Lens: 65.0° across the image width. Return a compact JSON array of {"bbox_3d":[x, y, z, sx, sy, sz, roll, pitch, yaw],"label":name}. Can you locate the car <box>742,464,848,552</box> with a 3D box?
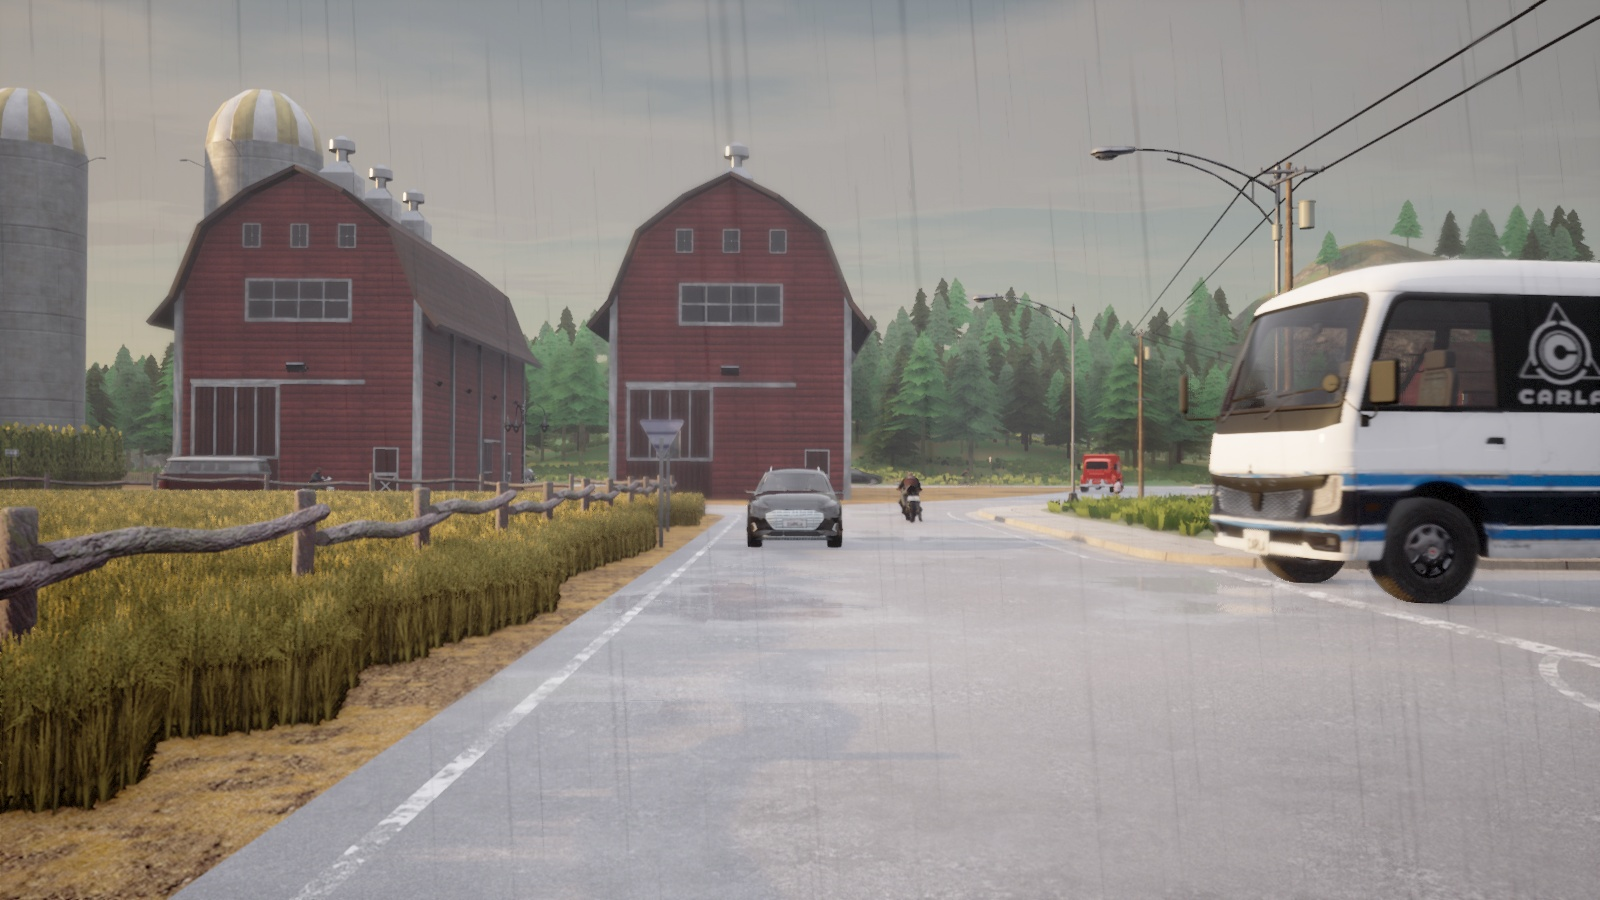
[{"bbox_3d":[-0.100,1.147,26.634,2.033,1.649,4.856,0,0,0],"label":"car"}]

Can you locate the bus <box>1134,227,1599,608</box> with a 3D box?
[{"bbox_3d":[10.138,-0.350,16.682,10.273,4.253,3.944,0,-1,-8],"label":"bus"}]

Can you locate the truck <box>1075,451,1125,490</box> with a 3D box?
[{"bbox_3d":[19.598,1.344,81.825,2.627,2.467,5.204,-1,-1,19],"label":"truck"}]

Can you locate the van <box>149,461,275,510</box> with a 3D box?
[{"bbox_3d":[-24.528,1.465,52.513,4.442,1.987,1.775,0,-1,-3],"label":"van"}]

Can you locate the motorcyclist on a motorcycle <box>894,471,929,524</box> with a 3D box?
[{"bbox_3d":[3.346,1.413,37.919,0.866,1.530,2.191,0,-1,0],"label":"motorcyclist on a motorcycle"}]
